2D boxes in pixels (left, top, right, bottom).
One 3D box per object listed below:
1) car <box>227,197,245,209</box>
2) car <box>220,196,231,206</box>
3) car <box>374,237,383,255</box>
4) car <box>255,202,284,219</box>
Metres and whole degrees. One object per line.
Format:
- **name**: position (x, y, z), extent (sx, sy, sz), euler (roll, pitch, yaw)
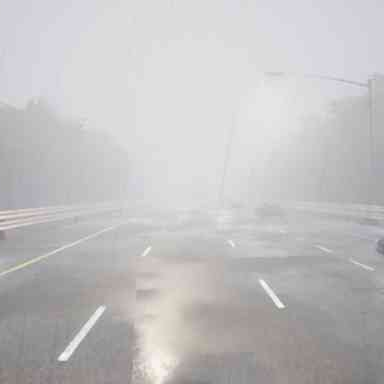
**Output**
- **car**: position (7.187, 1.961, 53.018), extent (1.994, 1.385, 4.181), euler (0, -1, 0)
- **car**: position (7.323, 1.866, 71.285), extent (2.150, 2.045, 5.566), euler (0, -1, 0)
- **car**: position (7.011, 1.562, 8.629), extent (2.033, 1.411, 5.357), euler (0, 0, 0)
- **car**: position (7.071, 1.631, 30.734), extent (2.128, 1.511, 4.902), euler (0, 0, 0)
